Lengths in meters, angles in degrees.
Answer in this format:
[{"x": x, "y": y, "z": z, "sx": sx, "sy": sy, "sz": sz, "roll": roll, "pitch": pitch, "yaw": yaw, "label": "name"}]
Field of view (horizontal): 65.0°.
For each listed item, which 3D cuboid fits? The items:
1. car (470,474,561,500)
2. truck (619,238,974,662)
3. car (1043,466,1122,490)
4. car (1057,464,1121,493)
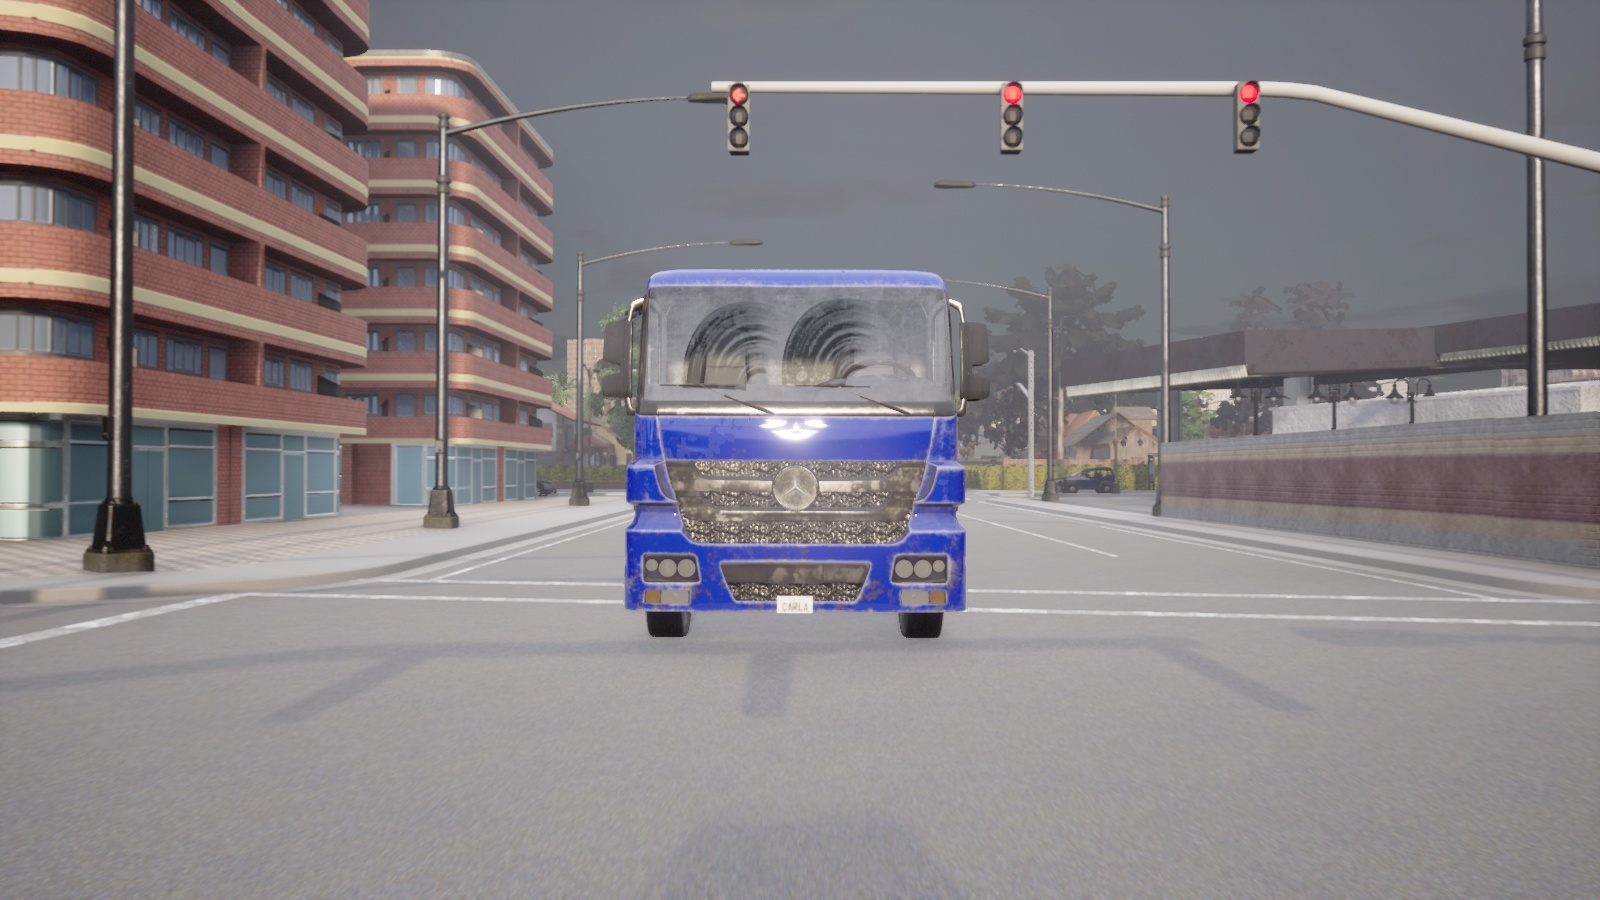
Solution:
[{"x": -16.745, "y": 2.187, "z": 73.978, "sx": 4.892, "sy": 1.490, "sz": 1.837, "roll": 0, "pitch": -1, "yaw": 2, "label": "car"}, {"x": -0.047, "y": 0.088, "z": 14.240, "sx": 2.891, "sy": 3.462, "sz": 7.936, "roll": 0, "pitch": -1, "yaw": 0, "label": "truck"}, {"x": 19.855, "y": 1.965, "z": 88.352, "sx": 5.027, "sy": 1.651, "sz": 2.152, "roll": 0, "pitch": -1, "yaw": 0, "label": "car"}, {"x": 19.502, "y": 1.927, "z": 84.834, "sx": 3.866, "sy": 1.878, "sz": 1.905, "roll": 0, "pitch": -1, "yaw": 1, "label": "car"}]
